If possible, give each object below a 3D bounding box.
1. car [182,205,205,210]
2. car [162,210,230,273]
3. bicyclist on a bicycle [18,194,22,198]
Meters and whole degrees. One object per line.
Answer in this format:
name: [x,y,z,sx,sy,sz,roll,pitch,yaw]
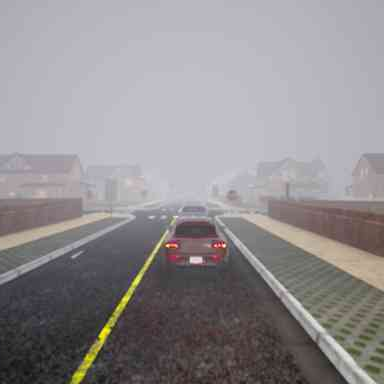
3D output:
car: [0.102,1.492,20.716,2.033,1.411,5.357,0,0,0]
car: [0.103,1.497,10.447,1.812,1.442,4.674,0,0,0]
bicyclist on a bicycle: [-20.153,1.102,38.945,0.582,1.620,1.656,0,1,0]
